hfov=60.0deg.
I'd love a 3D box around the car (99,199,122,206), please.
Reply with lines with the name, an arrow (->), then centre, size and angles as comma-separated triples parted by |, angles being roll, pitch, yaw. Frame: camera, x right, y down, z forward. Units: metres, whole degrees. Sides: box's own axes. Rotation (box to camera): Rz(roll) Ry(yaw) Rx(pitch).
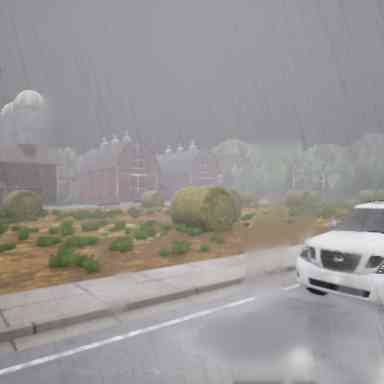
car -> -14.882, 1.966, 60.827 | 4.181, 1.385, 1.994 | 0, 0, -41

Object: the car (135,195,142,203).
car -> -11.406, 1.581, 74.258 | 1.905, 1.878, 3.866 | 5, 2, 6

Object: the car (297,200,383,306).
car -> 4.786, 1.225, 7.710 | 5.566, 2.045, 2.150 | 0, 0, -38
